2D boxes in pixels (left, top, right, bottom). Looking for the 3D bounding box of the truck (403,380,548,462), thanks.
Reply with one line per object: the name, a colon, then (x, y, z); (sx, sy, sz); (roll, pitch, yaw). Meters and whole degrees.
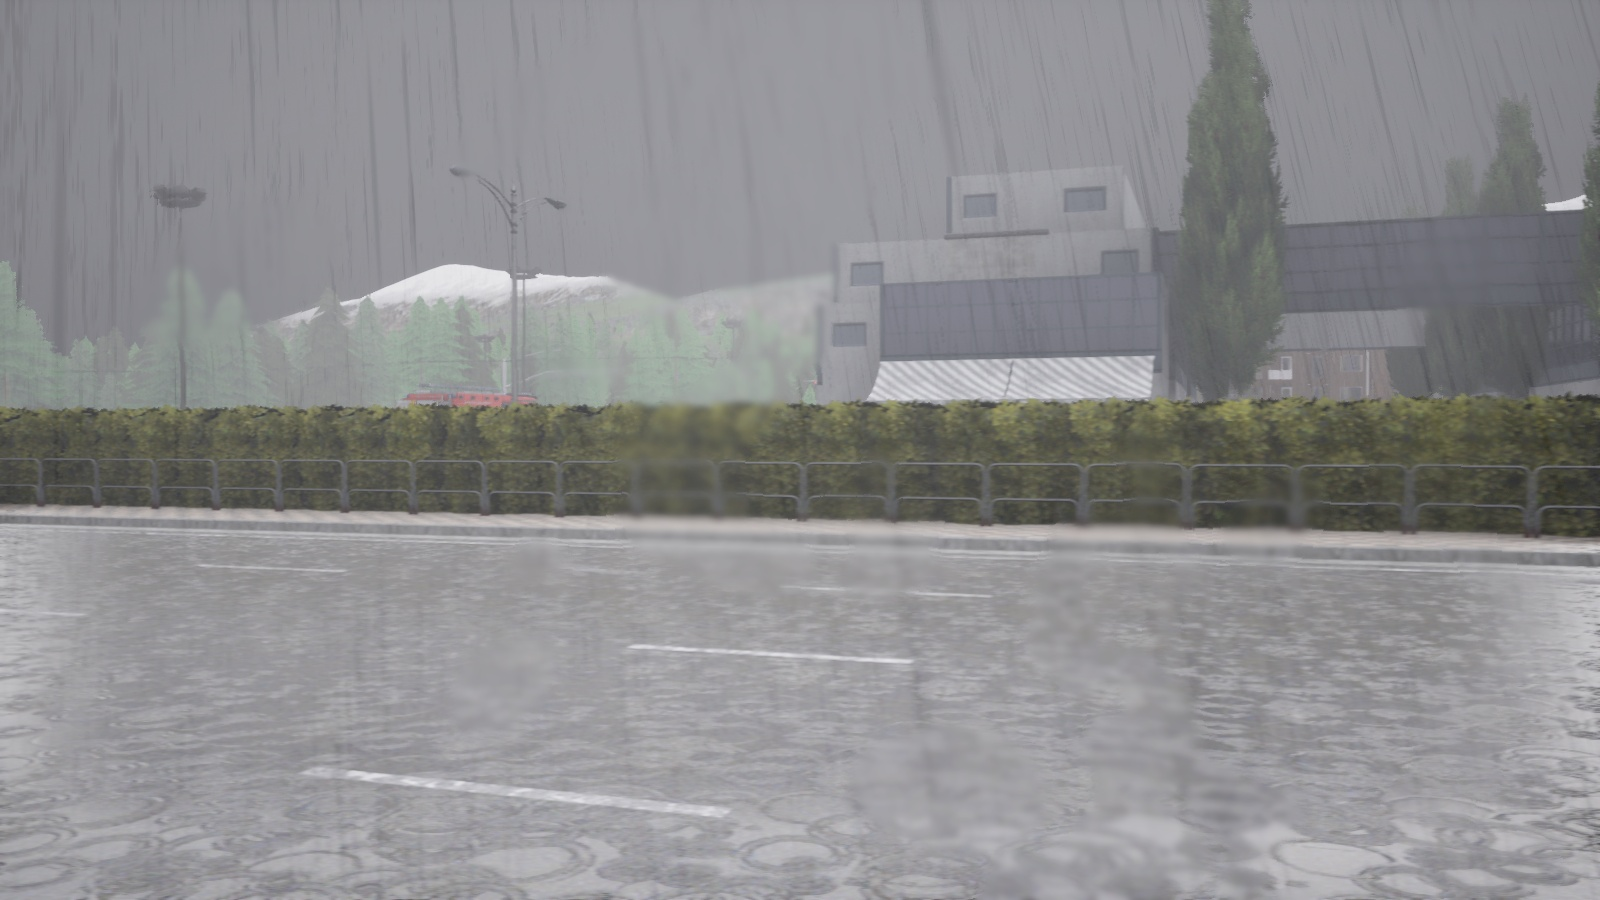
truck: (-16.049, -1.406, 62.887); (2.891, 3.827, 8.468); (1, 1, 18)
